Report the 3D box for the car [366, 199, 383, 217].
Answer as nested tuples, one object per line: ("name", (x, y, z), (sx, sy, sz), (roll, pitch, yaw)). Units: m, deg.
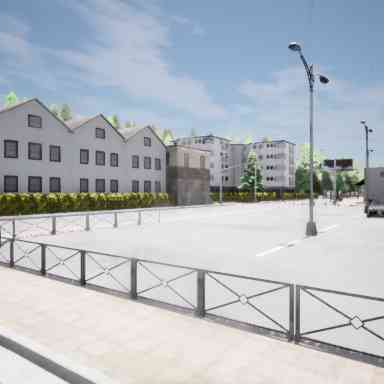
("car", (15.381, 1.298, 26.840), (2.007, 1.523, 4.514), (0, 0, 35))
